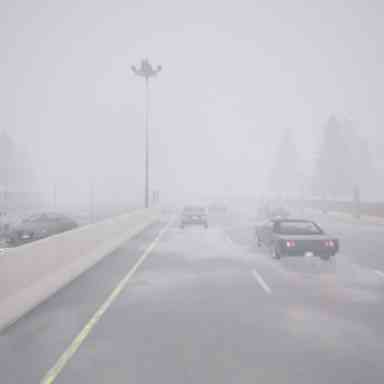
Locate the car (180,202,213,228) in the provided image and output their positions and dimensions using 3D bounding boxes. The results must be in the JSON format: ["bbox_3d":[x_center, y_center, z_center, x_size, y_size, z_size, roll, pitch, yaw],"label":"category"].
[{"bbox_3d":[0.149,1.650,23.217,2.033,1.411,5.357,0,0,0],"label":"car"}]

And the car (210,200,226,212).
[{"bbox_3d":[2.965,1.740,41.695,1.994,1.385,4.181,0,0,-7],"label":"car"}]

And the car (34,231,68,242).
[{"bbox_3d":[-6.966,1.690,15.920,1.994,1.385,4.181,0,0,0],"label":"car"}]

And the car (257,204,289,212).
[{"bbox_3d":[7.122,1.714,29.703,1.895,1.301,4.718,0,0,-1],"label":"car"}]

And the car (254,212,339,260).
[{"bbox_3d":[3.627,1.647,12.511,1.895,1.301,4.718,0,0,0],"label":"car"}]
